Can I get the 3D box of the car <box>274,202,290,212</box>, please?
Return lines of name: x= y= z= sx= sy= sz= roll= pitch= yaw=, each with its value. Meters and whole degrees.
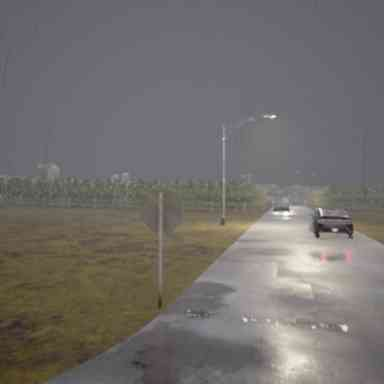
car: x=12.087 y=1.993 z=44.687 sx=1.994 sy=1.385 sz=4.181 roll=0 pitch=-1 yaw=16

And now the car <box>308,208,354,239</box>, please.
car: x=7.601 y=1.616 z=18.423 sx=2.128 sy=1.511 sz=4.902 roll=0 pitch=0 yaw=16
